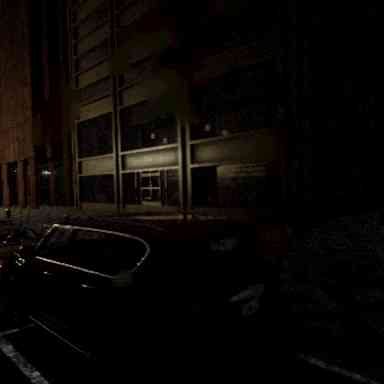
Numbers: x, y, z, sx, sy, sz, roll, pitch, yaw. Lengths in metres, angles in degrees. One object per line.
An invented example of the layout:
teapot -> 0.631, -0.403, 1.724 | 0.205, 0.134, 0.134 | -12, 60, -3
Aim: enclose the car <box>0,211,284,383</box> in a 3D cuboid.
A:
car -> -1.111, 1.218, 4.933 | 2.192, 1.841, 5.009 | -3, 2, -45
